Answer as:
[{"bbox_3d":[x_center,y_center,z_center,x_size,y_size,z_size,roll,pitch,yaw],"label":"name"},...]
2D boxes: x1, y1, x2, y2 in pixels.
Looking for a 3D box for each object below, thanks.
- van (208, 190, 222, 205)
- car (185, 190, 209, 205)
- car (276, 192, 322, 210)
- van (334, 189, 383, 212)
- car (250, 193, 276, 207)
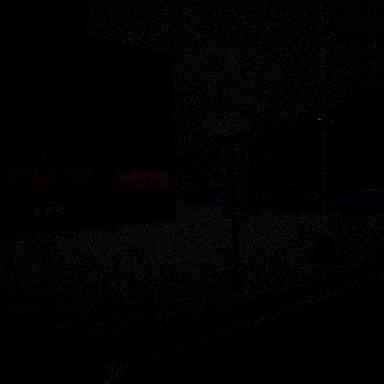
[{"bbox_3d":[4.228,0.728,40.748,1.690,1.788,3.998,-2,1,-36],"label":"van"},{"bbox_3d":[1.043,0.721,45.200,2.192,1.841,5.009,-2,1,-36],"label":"car"},{"bbox_3d":[10.598,0.790,31.840,1.967,1.590,4.097,-2,1,-36],"label":"car"},{"bbox_3d":[13.779,0.674,27.384,1.690,1.788,3.998,-2,1,-36],"label":"van"},{"bbox_3d":[7.414,0.808,36.295,1.967,1.590,4.097,-2,1,-36],"label":"car"}]
